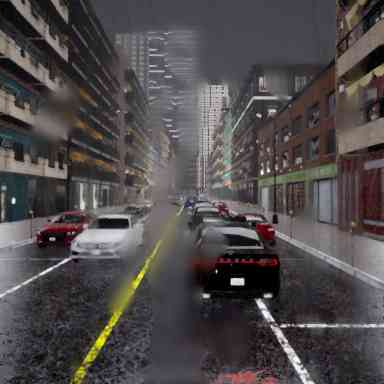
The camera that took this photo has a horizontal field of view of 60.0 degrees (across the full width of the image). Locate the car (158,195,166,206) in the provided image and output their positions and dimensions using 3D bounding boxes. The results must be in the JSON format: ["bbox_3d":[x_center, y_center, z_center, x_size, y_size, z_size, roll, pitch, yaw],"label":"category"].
[{"bbox_3d":[-5.296,1.586,54.727,1.887,1.381,4.507,1,0,0],"label":"car"}]

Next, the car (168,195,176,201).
[{"bbox_3d":[-5.288,1.652,88.866,1.887,1.381,4.507,0,0,0],"label":"car"}]

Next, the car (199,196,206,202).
[{"bbox_3d":[2.591,1.620,83.353,1.752,1.417,4.829,0,0,0],"label":"car"}]

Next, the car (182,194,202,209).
[{"bbox_3d":[0.024,1.382,46.106,2.097,1.767,4.553,0,0,0],"label":"car"}]

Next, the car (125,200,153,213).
[{"bbox_3d":[-5.301,1.568,31.967,2.008,1.369,4.403,1,0,0],"label":"car"}]

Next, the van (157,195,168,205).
[{"bbox_3d":[-5.293,1.391,60.416,1.690,1.788,3.998,1,0,0],"label":"van"}]

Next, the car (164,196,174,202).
[{"bbox_3d":[-5.291,1.627,77.486,1.887,1.381,4.507,0,0,0],"label":"car"}]

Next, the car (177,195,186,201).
[{"bbox_3d":[-2.729,1.597,88.379,2.128,1.511,4.902,0,0,0],"label":"car"}]

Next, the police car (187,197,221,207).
[{"bbox_3d":[0.831,1.436,24.630,1.930,1.638,5.238,0,0,0],"label":"police car"}]

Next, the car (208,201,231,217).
[{"bbox_3d":[2.579,1.599,31.977,1.802,1.307,4.206,1,0,0],"label":"car"}]

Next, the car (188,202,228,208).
[{"bbox_3d":[0.829,1.512,18.521,1.837,1.490,4.892,0,0,0],"label":"car"}]

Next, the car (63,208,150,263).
[{"bbox_3d":[-2.846,1.529,12.179,1.812,1.442,4.674,0,0,0],"label":"car"}]

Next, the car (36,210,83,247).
[{"bbox_3d":[-5.304,1.550,14.897,1.887,1.381,4.507,1,0,0],"label":"car"}]

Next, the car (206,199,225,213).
[{"bbox_3d":[2.581,1.567,37.667,1.887,1.381,4.507,1,0,0],"label":"car"}]

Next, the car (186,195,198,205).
[{"bbox_3d":[0.014,1.400,59.545,2.097,1.767,4.553,0,0,0],"label":"car"}]

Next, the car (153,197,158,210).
[{"bbox_3d":[-5.299,1.547,37.488,1.752,1.417,4.829,1,0,0],"label":"car"}]

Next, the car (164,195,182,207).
[{"bbox_3d":[-2.835,1.586,52.981,2.033,1.411,5.357,0,0,0],"label":"car"}]

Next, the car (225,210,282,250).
[{"bbox_3d":[2.575,1.587,14.907,1.802,1.307,4.206,1,0,0],"label":"car"}]

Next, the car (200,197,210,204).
[{"bbox_3d":[2.586,1.641,66.114,1.802,1.307,4.206,0,0,0],"label":"car"}]

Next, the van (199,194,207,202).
[{"bbox_3d":[2.591,1.423,77.494,1.690,1.788,3.998,0,0,0],"label":"van"}]

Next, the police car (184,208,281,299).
[{"bbox_3d":[0.827,1.427,8.629,1.930,1.638,5.238,0,0,0],"label":"police car"}]
